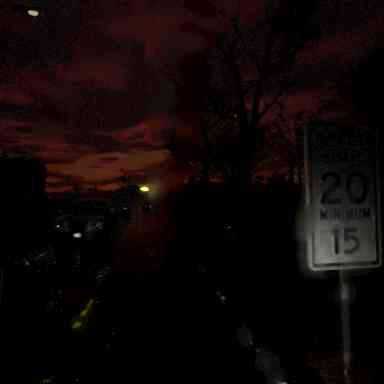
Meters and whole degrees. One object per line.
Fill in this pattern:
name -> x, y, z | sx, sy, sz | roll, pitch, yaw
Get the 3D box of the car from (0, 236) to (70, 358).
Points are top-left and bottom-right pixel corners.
car -> -3.361, 1.673, 4.714 | 1.895, 1.301, 4.718 | -1, 0, -7

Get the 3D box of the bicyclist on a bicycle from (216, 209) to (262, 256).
bicyclist on a bicycle -> 1.623, 1.408, 11.511 | 1.656, 1.620, 0.582 | 0, 0, -7

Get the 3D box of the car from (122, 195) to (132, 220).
car -> -6.483, 1.335, 29.092 | 2.150, 2.045, 5.566 | -1, 0, -7

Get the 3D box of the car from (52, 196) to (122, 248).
car -> -4.738, 1.312, 15.470 | 2.150, 2.045, 5.566 | -1, 0, -7

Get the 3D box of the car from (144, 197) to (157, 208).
car -> -6.209, 1.598, 49.817 | 1.812, 1.442, 4.674 | -1, 0, -7

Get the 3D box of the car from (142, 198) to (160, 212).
car -> -4.860, 1.624, 39.429 | 1.994, 1.385, 4.181 | -1, 0, -7
